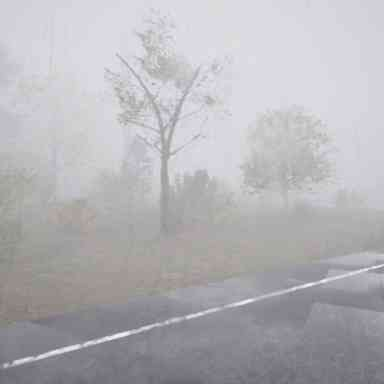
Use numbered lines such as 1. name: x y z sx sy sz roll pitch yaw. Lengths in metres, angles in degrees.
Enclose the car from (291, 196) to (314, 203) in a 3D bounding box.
1. car: 20.820 1.369 62.573 1.994 1.385 4.181 0 0 -37
